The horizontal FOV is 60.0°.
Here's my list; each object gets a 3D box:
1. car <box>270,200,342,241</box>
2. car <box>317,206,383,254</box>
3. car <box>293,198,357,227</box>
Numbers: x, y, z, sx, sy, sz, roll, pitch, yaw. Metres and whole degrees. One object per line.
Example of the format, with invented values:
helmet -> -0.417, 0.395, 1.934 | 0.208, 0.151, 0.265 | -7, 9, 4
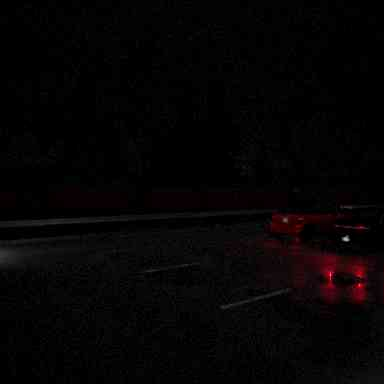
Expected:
car -> 6.084, 1.352, 16.793 | 4.553, 1.767, 2.097 | 0, 0, -36
car -> 7.568, 1.493, 13.544 | 4.902, 1.511, 2.128 | 0, 0, -36
car -> 9.467, 1.354, 23.571 | 4.553, 1.767, 2.097 | 0, 0, -36
